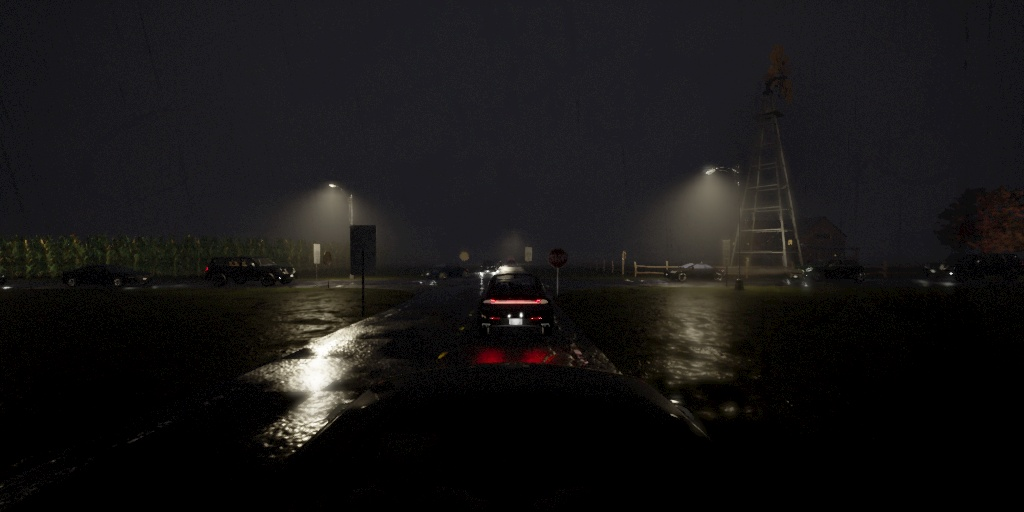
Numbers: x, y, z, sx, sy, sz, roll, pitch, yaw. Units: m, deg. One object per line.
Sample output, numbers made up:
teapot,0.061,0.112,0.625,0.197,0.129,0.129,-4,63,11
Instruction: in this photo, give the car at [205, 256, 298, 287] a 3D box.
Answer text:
car,-18.154,1.039,25.060,5.566,2.045,2.150,0,1,0

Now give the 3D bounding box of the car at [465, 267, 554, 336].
car,0.095,1.239,10.340,2.128,1.511,4.902,0,0,0

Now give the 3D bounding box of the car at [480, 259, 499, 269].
car,-2.932,1.225,45.516,1.837,1.490,4.892,0,0,0

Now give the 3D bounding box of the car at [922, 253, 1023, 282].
car,34.510,0.812,26.883,5.566,2.045,2.150,0,1,3

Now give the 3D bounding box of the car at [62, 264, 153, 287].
car,-28.189,1.332,25.066,5.008,1.535,1.882,0,1,0

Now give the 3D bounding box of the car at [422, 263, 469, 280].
car,-5.673,1.289,30.816,1.994,1.385,4.181,1,0,36

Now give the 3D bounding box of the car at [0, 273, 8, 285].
car,-38.429,1.419,25.017,4.674,1.442,1.812,0,1,-1

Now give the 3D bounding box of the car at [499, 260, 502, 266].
car,-2.945,1.305,56.223,1.895,1.301,4.718,0,0,0

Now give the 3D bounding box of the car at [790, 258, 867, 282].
car,23.901,0.983,27.262,4.553,1.767,2.097,0,1,2

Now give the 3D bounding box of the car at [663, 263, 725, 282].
car,13.921,1.229,27.542,4.181,1.385,1.994,0,1,2
